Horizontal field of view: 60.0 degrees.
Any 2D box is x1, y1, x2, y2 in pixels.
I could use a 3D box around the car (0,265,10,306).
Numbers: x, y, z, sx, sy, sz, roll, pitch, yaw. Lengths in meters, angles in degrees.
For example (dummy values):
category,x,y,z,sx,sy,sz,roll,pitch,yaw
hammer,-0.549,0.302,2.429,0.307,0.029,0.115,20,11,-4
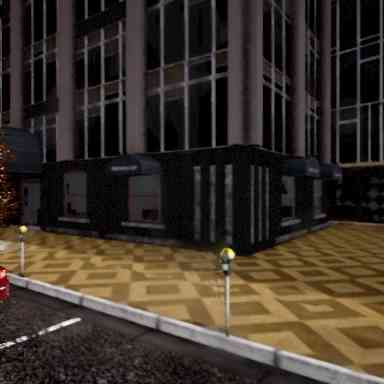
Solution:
category,x,y,z,sx,sy,sz,roll,pitch,yaw
car,-5.217,1.590,6.594,4.206,1.307,1.802,0,0,35
